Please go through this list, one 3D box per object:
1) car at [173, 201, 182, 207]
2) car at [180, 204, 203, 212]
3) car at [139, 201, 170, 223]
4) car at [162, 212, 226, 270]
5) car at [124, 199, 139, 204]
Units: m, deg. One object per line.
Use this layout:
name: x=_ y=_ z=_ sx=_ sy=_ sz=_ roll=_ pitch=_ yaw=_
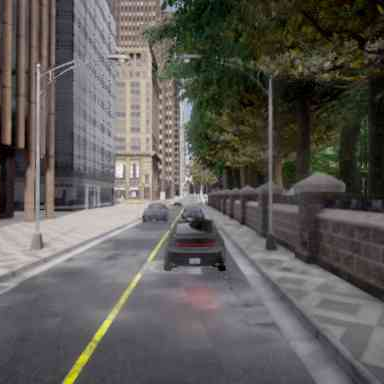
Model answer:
car: x=-3.021 y=2.486 z=69.235 sx=1.895 sy=1.301 sz=4.718 roll=0 pitch=-1 yaw=0
car: x=0.089 y=1.989 z=29.116 sx=1.895 sy=1.301 sz=4.718 roll=0 pitch=-1 yaw=0
car: x=-3.106 y=1.744 z=29.422 sx=2.097 sy=1.767 sz=4.553 roll=0 pitch=-1 yaw=0
car: x=0.089 y=1.660 z=11.519 sx=1.837 sy=1.490 sz=4.892 roll=0 pitch=0 yaw=0
car: x=-14.958 y=2.490 z=85.623 sx=4.829 sy=1.417 sz=1.752 roll=1 pitch=-1 yaw=0
